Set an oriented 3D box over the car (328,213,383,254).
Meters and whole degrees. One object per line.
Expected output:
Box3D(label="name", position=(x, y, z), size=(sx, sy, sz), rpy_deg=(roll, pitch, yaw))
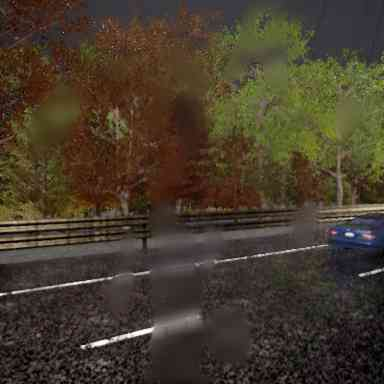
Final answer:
Box3D(label="car", position=(7.534, 1.525, 12.943), size=(5.357, 1.411, 2.033), rpy_deg=(0, 0, -34))
